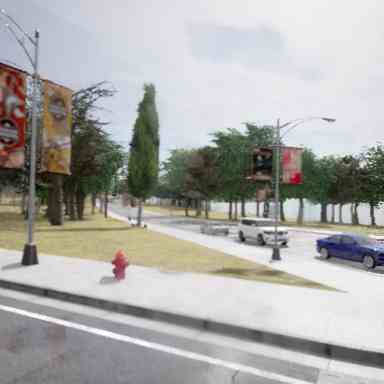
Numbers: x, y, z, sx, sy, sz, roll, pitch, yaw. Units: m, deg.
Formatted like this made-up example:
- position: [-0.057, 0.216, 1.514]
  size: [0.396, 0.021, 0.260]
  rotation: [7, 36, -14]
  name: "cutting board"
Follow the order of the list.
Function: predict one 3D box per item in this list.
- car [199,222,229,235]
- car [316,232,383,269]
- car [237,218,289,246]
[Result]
- position: [2.430, 4.006, 36.749]
  size: [1.895, 1.301, 4.718]
  rotation: [2, -3, -18]
  name: "car"
- position: [8.728, 2.965, 17.589]
  size: [1.882, 1.535, 5.008]
  rotation: [2, -3, -18]
  name: "car"
- position: [5.611, 3.150, 27.094]
  size: [2.150, 2.045, 5.566]
  rotation: [2, -3, -18]
  name: "car"
